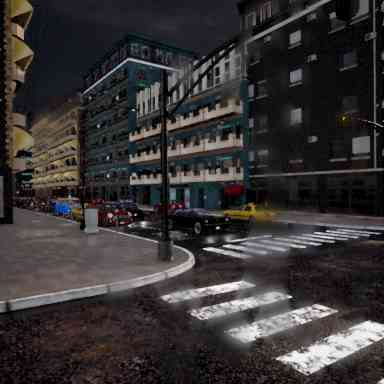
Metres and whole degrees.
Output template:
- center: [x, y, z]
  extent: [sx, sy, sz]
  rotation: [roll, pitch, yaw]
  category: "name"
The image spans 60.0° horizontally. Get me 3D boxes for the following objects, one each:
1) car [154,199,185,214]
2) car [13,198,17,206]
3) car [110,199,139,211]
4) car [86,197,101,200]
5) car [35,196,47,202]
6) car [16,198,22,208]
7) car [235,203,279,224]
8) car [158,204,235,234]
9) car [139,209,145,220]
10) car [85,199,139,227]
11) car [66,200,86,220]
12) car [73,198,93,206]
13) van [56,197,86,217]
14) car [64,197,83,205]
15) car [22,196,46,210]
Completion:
- center: [-2.220, 1.441, 33.304]
  extent: [1.967, 1.590, 4.097]
  rotation: [-1, 1, -35]
  category: "car"
- center: [-31.532, 1.782, 59.984]
  extent: [1.887, 1.381, 4.507]
  rotation: [-1, 1, -35]
  category: "car"
- center: [-8.645, 1.581, 42.317]
  extent: [2.008, 1.369, 4.403]
  rotation: [-1, 1, -35]
  category: "car"
- center: [-12.376, 1.591, 37.594]
  extent: [1.882, 1.535, 5.008]
  rotation: [-1, 0, -35]
  category: "car"
- center: [-37.561, 1.728, 82.873]
  extent: [1.887, 1.381, 4.507]
  rotation: [-1, 1, -35]
  category: "car"
- center: [-25.106, 1.769, 50.971]
  extent: [1.947, 1.339, 4.313]
  rotation: [-1, 1, -35]
  category: "car"
- center: [4.108, 1.498, 24.431]
  extent: [1.752, 1.417, 4.829]
  rotation: [-1, 1, -35]
  category: "car"
- center: [0.136, 1.658, 20.031]
  extent: [1.895, 1.301, 4.718]
  rotation: [-1, 0, -35]
  category: "car"
- center: [-5.664, 1.646, 28.168]
  extent: [1.994, 1.385, 4.181]
  rotation: [-1, 0, -35]
  category: "car"
- center: [-5.831, 1.553, 23.935]
  extent: [1.967, 1.590, 4.097]
  rotation: [-1, 1, -35]
  category: "car"
- center: [-8.943, 1.652, 28.302]
  extent: [1.752, 1.417, 4.829]
  rotation: [-1, 1, -35]
  category: "car"
- center: [-18.283, 1.643, 55.836]
  extent: [1.947, 1.339, 4.313]
  rotation: [-1, 1, -35]
  category: "car"
- center: [-12.258, 1.483, 32.945]
  extent: [1.690, 1.788, 3.998]
  rotation: [-1, 1, -35]
  category: "van"
- center: [-21.496, 1.645, 60.342]
  extent: [2.008, 1.369, 4.403]
  rotation: [-1, 1, -35]
  category: "car"
- center: [-21.895, 1.628, 46.465]
  extent: [1.967, 1.590, 4.097]
  rotation: [-1, 1, -35]
  category: "car"
